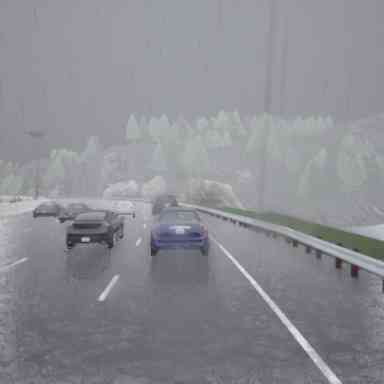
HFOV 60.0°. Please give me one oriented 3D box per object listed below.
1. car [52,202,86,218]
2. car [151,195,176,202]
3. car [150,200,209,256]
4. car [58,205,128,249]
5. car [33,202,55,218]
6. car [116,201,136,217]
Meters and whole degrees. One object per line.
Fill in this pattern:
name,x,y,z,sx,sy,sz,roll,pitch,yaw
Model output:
car,-8.918,1.602,25.912,2.033,1.411,5.357,0,0,-8
car,-2.533,1.271,30.373,2.150,2.045,5.566,0,0,-9
car,-0.555,1.372,13.497,2.097,1.767,4.553,0,0,-4
car,-4.160,1.534,14.819,1.837,1.490,4.892,0,0,-5
car,-13.347,1.634,31.190,1.994,1.385,4.181,0,0,-10
car,-6.369,1.585,31.944,1.812,1.442,4.674,0,0,-10
